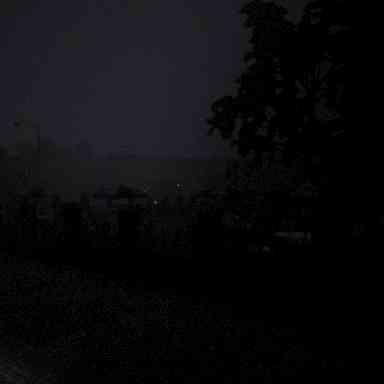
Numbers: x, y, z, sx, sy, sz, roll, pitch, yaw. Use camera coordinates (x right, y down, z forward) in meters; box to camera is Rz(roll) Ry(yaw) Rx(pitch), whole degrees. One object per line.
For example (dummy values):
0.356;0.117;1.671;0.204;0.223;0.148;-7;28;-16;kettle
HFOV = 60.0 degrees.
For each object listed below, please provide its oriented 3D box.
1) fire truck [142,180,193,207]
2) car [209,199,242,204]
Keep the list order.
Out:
-3.325;0.250;48.184;2.891;3.827;8.468;0;0;35;fire truck
5.445;1.472;53.435;5.357;1.411;2.033;0;0;-2;car
